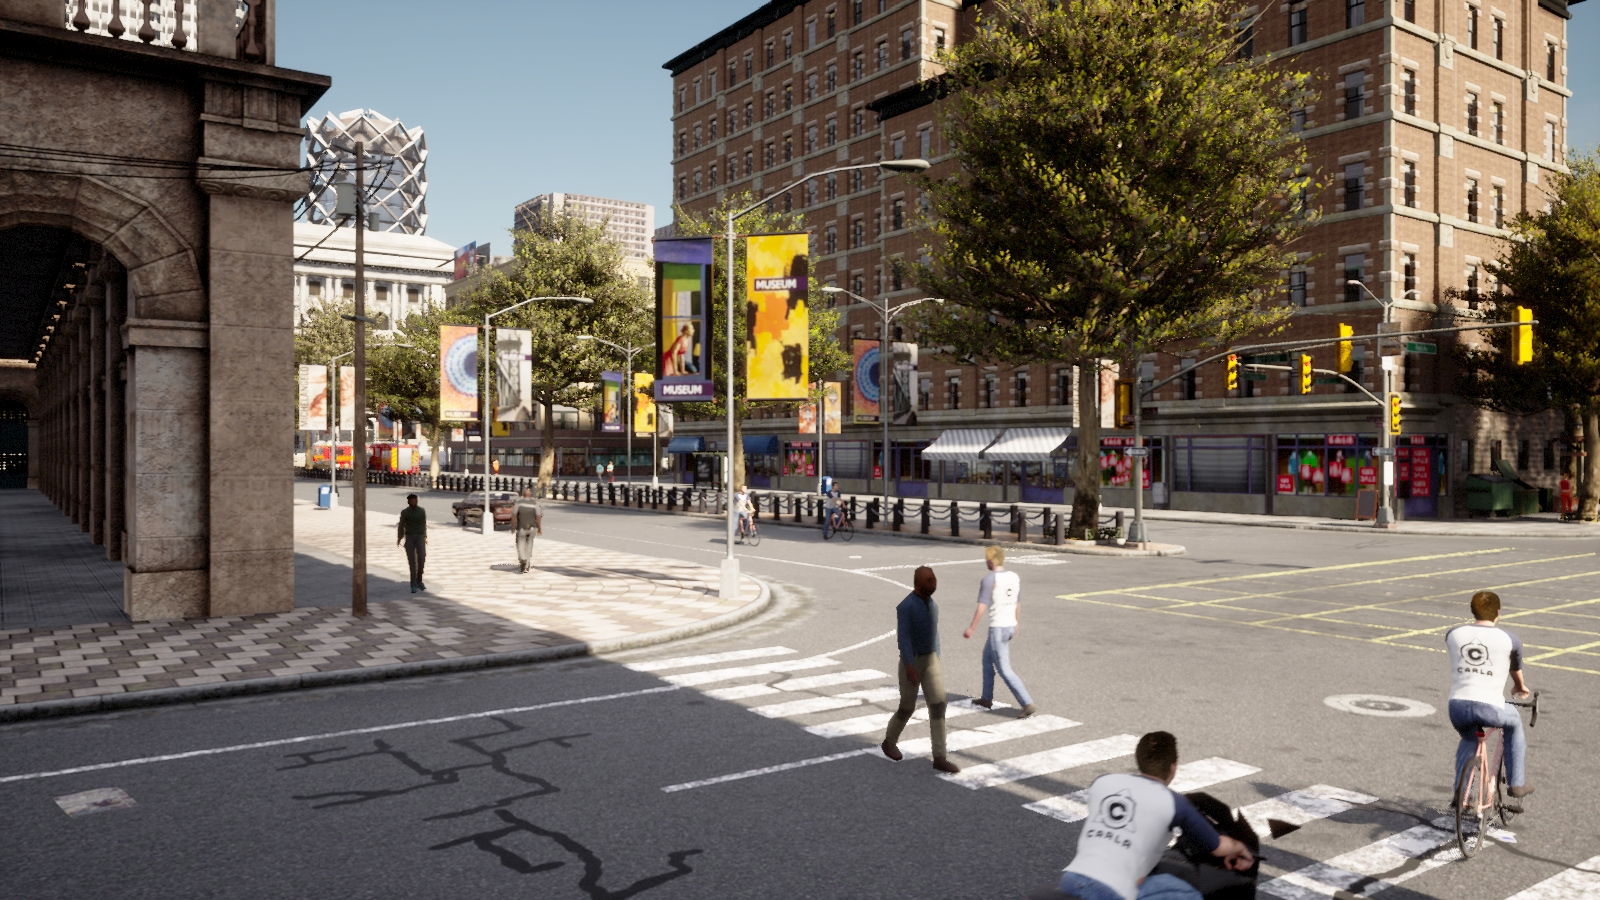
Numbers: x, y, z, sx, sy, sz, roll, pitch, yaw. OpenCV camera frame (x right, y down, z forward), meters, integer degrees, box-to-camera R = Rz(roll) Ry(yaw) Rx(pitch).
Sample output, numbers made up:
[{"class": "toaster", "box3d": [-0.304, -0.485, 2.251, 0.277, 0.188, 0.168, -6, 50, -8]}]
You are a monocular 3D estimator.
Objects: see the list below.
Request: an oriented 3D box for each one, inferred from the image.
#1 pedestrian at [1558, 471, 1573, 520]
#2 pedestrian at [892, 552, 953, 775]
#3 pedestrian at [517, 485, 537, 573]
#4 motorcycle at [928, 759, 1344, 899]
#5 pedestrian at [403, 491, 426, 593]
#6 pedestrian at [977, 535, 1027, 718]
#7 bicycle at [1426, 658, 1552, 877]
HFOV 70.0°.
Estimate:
[{"class": "pedestrian", "box3d": [28.880, 1.713, 43.103, 0.375, 1.860, 0.375, 0, 0, -39]}, {"class": "pedestrian", "box3d": [1.076, 1.851, 10.044, 0.375, 1.860, 0.375, 0, 0, -35]}, {"class": "pedestrian", "box3d": [-5.888, 1.700, 24.603, 0.375, 1.860, 0.375, 0, 0, -20]}, {"class": "motorcycle", "box3d": [1.572, 2.214, 5.128, 2.033, 1.145, 0.803, 0, 0, -40]}, {"class": "pedestrian", "box3d": [-7.173, 1.699, 21.238, 0.375, 1.860, 0.375, 0, 0, -23]}, {"class": "pedestrian", "box3d": [2.143, 1.851, 12.128, 0.375, 1.860, 0.375, 0, 0, -39]}, {"class": "bicycle", "box3d": [4.970, 2.210, 8.199, 1.643, 1.196, 0.373, 1, -1, -45]}]
